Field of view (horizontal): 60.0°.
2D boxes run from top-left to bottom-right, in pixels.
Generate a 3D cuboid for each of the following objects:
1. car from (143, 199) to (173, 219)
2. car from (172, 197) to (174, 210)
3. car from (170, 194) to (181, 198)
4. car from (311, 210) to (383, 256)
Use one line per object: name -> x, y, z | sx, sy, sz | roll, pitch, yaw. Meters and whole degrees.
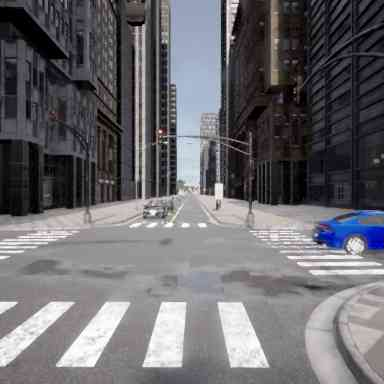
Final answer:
car -> -3.169, 1.501, 29.425 | 2.128, 1.511, 4.902 | 0, 0, 0
car -> -3.196, 1.579, 39.491 | 1.994, 1.385, 4.181 | 0, 0, -1
car -> -3.149, 1.200, 64.833 | 1.994, 1.385, 4.181 | 0, 0, 0
car -> 7.099, 1.453, 12.453 | 5.008, 1.535, 1.882 | 0, 0, 0
